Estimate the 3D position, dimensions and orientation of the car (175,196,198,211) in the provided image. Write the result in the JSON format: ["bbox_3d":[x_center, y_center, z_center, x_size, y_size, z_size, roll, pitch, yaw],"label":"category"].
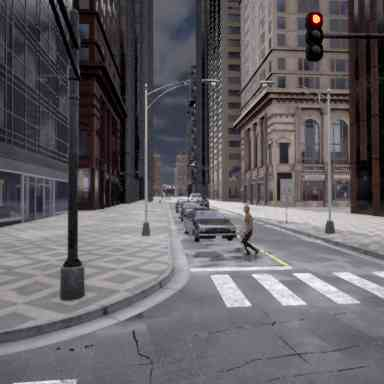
[{"bbox_3d":[-0.920,1.539,37.438,2.128,1.511,4.902,0,0,-5],"label":"car"}]

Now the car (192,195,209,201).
[{"bbox_3d":[1.401,1.572,48.105,1.837,1.490,4.892,0,0,-5],"label":"car"}]

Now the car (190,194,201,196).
[{"bbox_3d":[0.554,1.314,58.482,2.150,2.045,5.566,0,0,-5],"label":"car"}]

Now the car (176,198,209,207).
[{"bbox_3d":[-0.088,1.534,27.153,1.837,1.490,4.892,0,0,-5],"label":"car"}]

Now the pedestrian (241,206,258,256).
[{"bbox_3d":[1.967,1.304,11.603,0.375,1.860,0.375,1,-1,-5],"label":"pedestrian"}]

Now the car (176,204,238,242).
[{"bbox_3d":[0.700,1.564,16.927,2.033,1.411,5.357,0,0,-10],"label":"car"}]
